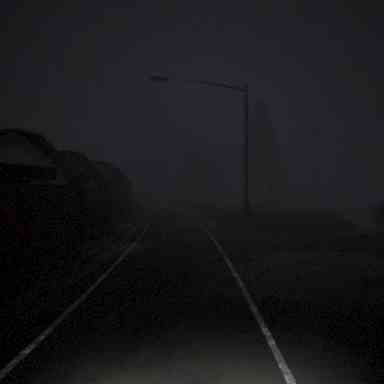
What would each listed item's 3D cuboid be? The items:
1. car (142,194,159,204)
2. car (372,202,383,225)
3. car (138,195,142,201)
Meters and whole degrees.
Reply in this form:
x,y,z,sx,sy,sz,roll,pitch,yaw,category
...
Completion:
x,y,z,sx,sy,sz,roll,pitch,yaw,category
-7.310,1.187,60.414,2.097,1.767,4.553,0,0,-15,car
13.993,1.419,23.195,1.837,1.490,4.892,0,0,18,car
-10.038,1.167,70.197,1.812,1.442,4.674,0,0,-18,car
